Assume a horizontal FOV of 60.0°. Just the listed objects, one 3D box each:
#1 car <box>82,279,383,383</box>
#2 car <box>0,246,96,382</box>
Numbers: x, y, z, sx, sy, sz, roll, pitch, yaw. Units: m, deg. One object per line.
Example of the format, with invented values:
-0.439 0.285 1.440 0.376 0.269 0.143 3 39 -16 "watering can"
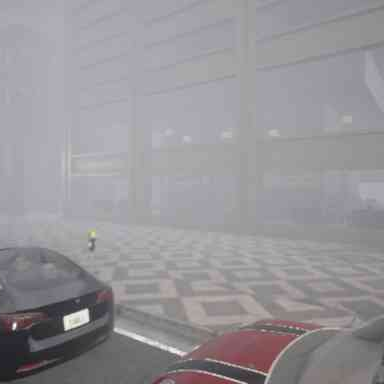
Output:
1.502 1.442 1.888 4.097 1.590 1.967 1 1 36 "car"
-3.057 1.527 5.145 4.313 1.339 1.947 1 1 36 "car"
